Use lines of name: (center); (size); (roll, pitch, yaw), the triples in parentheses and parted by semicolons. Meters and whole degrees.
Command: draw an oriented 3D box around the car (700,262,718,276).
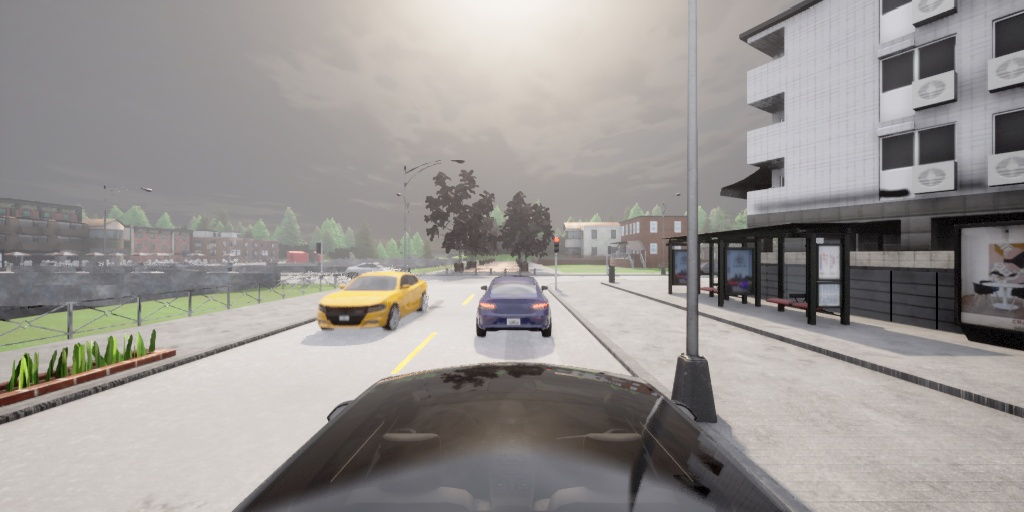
car: (18.904, 1.297, 34.431); (5.357, 1.411, 2.033); (0, 0, 0)

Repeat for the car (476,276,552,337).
car: (0.063, 1.276, 10.161); (1.812, 1.442, 4.674); (0, 0, 1)

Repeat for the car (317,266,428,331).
car: (-4.019, 1.227, 11.159); (1.882, 1.535, 5.008); (0, 0, 1)

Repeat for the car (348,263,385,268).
car: (-11.581, 1.276, 30.330); (4.674, 1.442, 1.812); (0, 0, 0)

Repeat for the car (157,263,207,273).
car: (-28.280, 1.314, 30.367); (4.181, 1.385, 1.994); (0, 0, 0)
